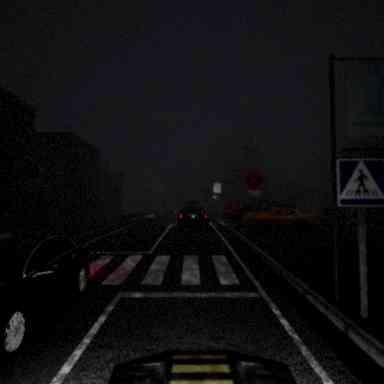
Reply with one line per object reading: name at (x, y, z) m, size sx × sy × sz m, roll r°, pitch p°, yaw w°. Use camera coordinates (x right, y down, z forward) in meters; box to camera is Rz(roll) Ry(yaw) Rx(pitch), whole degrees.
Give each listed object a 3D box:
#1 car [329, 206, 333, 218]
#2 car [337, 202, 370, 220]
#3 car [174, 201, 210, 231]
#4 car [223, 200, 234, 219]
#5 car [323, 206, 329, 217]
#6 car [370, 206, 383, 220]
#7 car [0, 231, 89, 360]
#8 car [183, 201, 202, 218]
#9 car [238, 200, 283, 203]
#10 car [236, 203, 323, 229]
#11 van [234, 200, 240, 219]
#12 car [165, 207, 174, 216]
car at (18.434, 2.199, 37.078) m, size 4.892 × 1.521 × 2.231 m, roll 0°, pitch -2°, yaw -1°
car at (18.446, 1.845, 34.296) m, size 5.566 × 2.045 × 2.435 m, roll 0°, pitch -2°, yaw -1°
car at (0.078, 1.644, 23.022) m, size 2.097 × 1.767 × 4.553 m, roll 0°, pitch -1°, yaw 0°
car at (6.216, 1.897, 35.825) m, size 5.566 × 2.045 × 2.435 m, roll 0°, pitch -2°, yaw -1°
car at (18.380, 2.048, 39.755) m, size 5.566 × 2.045 × 2.435 m, roll 0°, pitch -2°, yaw -1°
car at (18.703, 1.915, 28.576) m, size 5.366 × 1.575 × 1.946 m, roll 0°, pitch -2°, yaw 0°
car at (-3.350, 1.553, 6.083) m, size 1.837 × 1.490 × 4.892 m, roll 0°, pitch 0°, yaw 0°
car at (0.033, 2.156, 41.407) m, size 2.150 × 2.045 × 5.566 m, roll 0°, pitch -3°, yaw 0°
car at (6.295, 1.734, 26.596) m, size 4.553 × 1.767 × 2.185 m, roll 0°, pitch -1°, yaw 0°
car at (6.102, 1.783, 23.674) m, size 5.366 × 1.575 × 1.946 m, roll 0°, pitch -1°, yaw 0°
van at (6.357, 1.722, 29.635) m, size 4.442 × 1.987 × 1.878 m, roll 0°, pitch -2°, yaw 0°
car at (-3.387, 3.165, 55.347) m, size 1.882 × 1.535 × 5.008 m, roll 0°, pitch -4°, yaw 0°
